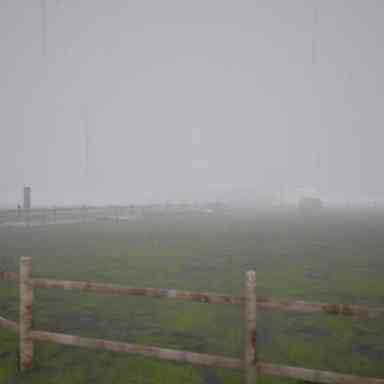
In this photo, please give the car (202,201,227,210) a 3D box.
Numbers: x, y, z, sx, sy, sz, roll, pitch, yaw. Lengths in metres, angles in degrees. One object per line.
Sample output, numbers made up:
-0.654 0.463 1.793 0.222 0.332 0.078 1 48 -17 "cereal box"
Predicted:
3.940 2.270 55.970 2.033 1.411 5.357 0 -1 37 "car"
